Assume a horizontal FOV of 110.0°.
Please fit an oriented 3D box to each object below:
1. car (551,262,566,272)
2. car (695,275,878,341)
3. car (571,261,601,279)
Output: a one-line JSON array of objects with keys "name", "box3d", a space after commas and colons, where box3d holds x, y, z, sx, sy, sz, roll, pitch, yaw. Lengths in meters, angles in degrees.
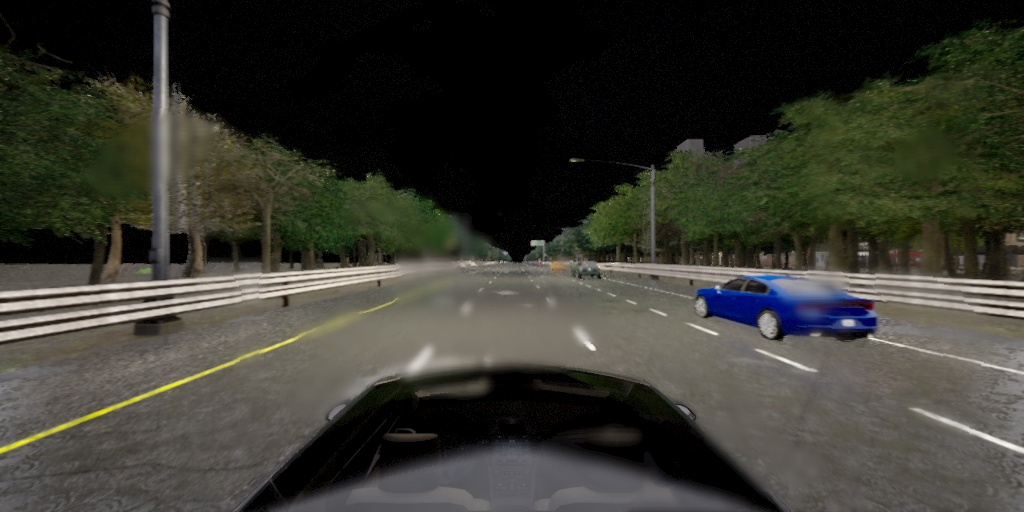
[{"name": "car", "box3d": [7.147, 1.616, 55.280, 1.882, 1.535, 5.008, 0, -1, 0]}, {"name": "car", "box3d": [7.004, 1.247, 9.940, 1.882, 1.535, 5.008, 0, 0, 0]}, {"name": "car", "box3d": [7.053, 1.252, 34.645, 2.097, 1.767, 4.553, 0, -1, 0]}]
